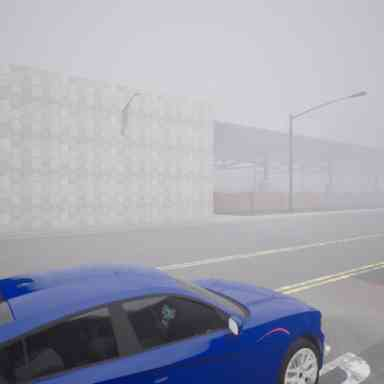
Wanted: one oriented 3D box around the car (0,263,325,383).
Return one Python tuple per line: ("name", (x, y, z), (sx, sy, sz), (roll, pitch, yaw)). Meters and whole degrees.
("car", (-0.713, 1.477, 3.241), (5.008, 1.535, 1.882), (0, 0, -36))
